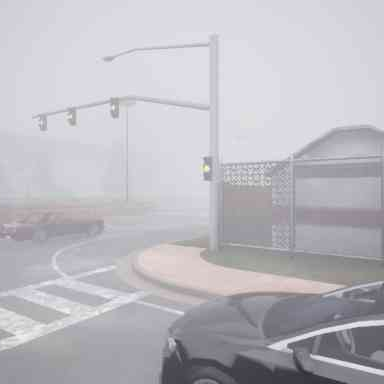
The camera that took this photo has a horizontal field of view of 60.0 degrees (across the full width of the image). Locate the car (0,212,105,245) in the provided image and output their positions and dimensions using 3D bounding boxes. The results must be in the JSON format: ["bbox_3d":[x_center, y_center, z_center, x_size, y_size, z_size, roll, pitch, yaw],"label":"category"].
[{"bbox_3d":[-6.429,1.601,15.739,1.895,1.301,4.718,0,0,34],"label":"car"}]

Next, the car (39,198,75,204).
[{"bbox_3d":[-14.946,1.564,34.849,1.994,1.385,4.181,0,0,34],"label":"car"}]

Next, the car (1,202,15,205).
[{"bbox_3d":[-20.372,1.547,33.028,2.033,1.411,5.357,0,0,34],"label":"car"}]

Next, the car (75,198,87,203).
[{"bbox_3d":[-15.129,1.505,40.870,1.837,1.490,4.892,0,0,34],"label":"car"}]

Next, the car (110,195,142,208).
[{"bbox_3d":[-9.682,1.352,49.006,2.097,1.767,4.553,0,0,34],"label":"car"}]

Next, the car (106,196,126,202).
[{"bbox_3d":[-9.787,1.547,42.562,2.033,1.411,5.357,0,0,34],"label":"car"}]

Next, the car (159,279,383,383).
[{"bbox_3d":[1.905,1.492,2.654,4.902,1.511,2.128,0,0,36],"label":"car"}]
